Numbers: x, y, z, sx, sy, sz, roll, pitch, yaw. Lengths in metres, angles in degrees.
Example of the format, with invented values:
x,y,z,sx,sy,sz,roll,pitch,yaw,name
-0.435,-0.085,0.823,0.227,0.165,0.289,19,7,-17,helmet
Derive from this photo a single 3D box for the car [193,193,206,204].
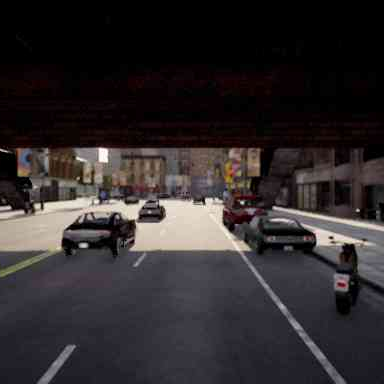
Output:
x,y,z,sx,sy,sz,roll,pitch,yaw,name
1.310,1.196,60.826,2.150,2.045,5.566,0,0,0,car

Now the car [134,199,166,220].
x,y,z,sx,sy,sz,roll,pitch,yaw,name
-3.335,1.553,28.320,1.994,1.385,4.181,0,0,1,car

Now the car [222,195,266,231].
x,y,z,sx,sy,sz,roll,pitch,yaw,name
3.172,1.220,20.742,2.435,2.045,5.566,0,0,0,car

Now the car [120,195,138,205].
x,y,z,sx,sy,sz,roll,pitch,yaw,name
-10.453,1.523,57.601,2.033,1.411,5.357,0,0,1,car

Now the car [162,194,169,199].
x,y,z,sx,sy,sz,roll,pitch,yaw,name
-8.573,1.316,93.148,2.033,1.411,5.357,0,0,-38,car

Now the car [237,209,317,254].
x,y,z,sx,sy,sz,roll,pitch,yaw,name
3.220,1.590,13.346,1.895,1.301,4.718,0,0,0,car

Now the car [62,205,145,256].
x,y,z,sx,sy,sz,roll,pitch,yaw,name
-3.393,1.486,12.989,2.128,1.511,4.902,0,0,1,car

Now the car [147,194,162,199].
x,y,z,sx,sy,sz,roll,pitch,yaw,name
-6.953,1.523,58.140,2.033,1.411,5.357,0,0,1,car

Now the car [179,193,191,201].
x,y,z,sx,sy,sz,roll,pitch,yaw,name
-1.733,1.137,80.039,2.097,1.767,4.553,0,0,-17,car
